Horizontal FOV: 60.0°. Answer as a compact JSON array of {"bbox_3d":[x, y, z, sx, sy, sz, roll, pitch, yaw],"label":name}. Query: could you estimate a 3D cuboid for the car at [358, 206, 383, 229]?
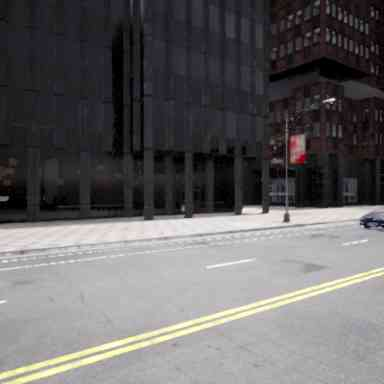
[{"bbox_3d":[12.498,1.520,20.579,5.357,1.411,2.033,0,0,-35],"label":"car"}]
